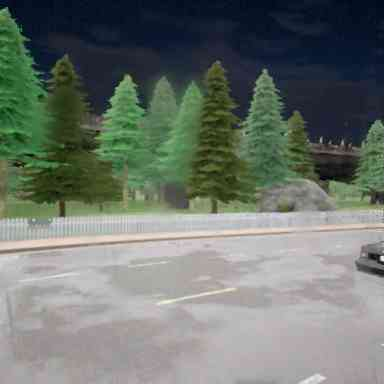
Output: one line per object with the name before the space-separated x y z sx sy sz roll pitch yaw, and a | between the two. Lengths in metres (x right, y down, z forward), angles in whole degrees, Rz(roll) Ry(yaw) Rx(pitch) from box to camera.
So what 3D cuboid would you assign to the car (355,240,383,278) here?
car | 6.868 1.658 8.925 5.357 1.411 2.033 1 0 -25
